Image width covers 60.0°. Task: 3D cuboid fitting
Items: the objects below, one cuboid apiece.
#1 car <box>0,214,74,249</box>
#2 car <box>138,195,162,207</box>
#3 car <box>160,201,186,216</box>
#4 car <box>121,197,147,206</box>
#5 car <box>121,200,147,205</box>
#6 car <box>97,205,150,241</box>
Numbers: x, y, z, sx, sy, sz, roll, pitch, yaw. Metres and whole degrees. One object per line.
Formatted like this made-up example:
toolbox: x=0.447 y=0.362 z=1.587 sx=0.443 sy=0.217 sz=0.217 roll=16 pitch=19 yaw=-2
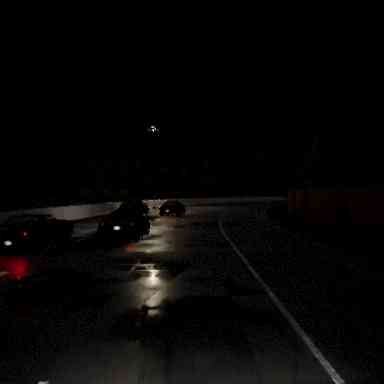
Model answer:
car: x=-6.882 y=1.632 z=14.741 sx=1.895 sy=1.301 sz=4.718 roll=0 pitch=0 yaw=0
car: x=-6.852 y=1.466 z=54.927 sx=2.097 sy=1.767 sz=4.553 roll=0 pitch=0 yaw=22
car: x=-1.903 y=1.594 z=33.239 sx=1.812 sy=1.442 sz=4.674 roll=0 pitch=0 yaw=9
car: x=-9.814 y=1.609 z=56.990 sx=2.128 sy=1.511 sz=4.902 roll=0 pitch=0 yaw=22
car: x=-5.597 y=1.572 z=32.274 sx=1.837 sy=1.490 sz=4.892 roll=0 pitch=0 yaw=9
car: x=-3.355 y=1.599 z=16.968 sx=1.994 sy=1.385 sz=4.181 roll=0 pitch=0 yaw=1
